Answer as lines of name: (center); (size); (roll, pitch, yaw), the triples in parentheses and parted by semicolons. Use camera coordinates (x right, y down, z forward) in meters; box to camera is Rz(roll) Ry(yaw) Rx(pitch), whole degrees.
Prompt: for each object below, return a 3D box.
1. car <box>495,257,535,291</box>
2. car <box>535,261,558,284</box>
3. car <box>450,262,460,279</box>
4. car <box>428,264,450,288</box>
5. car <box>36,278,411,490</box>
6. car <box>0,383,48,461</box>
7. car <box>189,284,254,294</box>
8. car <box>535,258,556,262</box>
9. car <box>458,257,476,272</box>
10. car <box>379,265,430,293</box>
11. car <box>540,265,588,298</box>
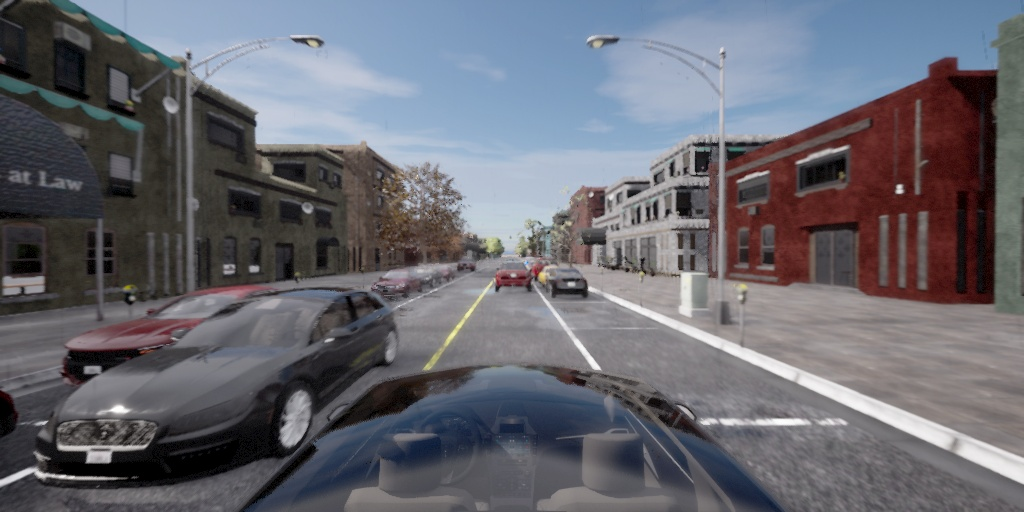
car: (0.087, 1.091, 21.730); (2.097, 1.767, 4.553); (0, 0, 0)
car: (2.689, 1.261, 23.930); (1.751, 1.417, 4.829); (0, 0, 0)
car: (-5.695, 1.326, 29.304); (1.802, 1.307, 4.207); (0, 0, 0)
car: (-5.693, 1.298, 23.755); (2.007, 1.370, 4.403); (0, 0, 0)
car: (-3.095, 1.258, 5.116); (1.837, 1.490, 4.892); (0, 0, 0)
car: (-5.683, 1.198, 1.562); (1.967, 1.591, 4.097); (0, 0, 0)
car: (-5.685, 1.301, 7.111); (1.888, 1.381, 4.507); (0, 0, 0)
car: (2.685, 1.047, 29.310); (2.192, 1.841, 5.009); (0, 0, 0)
car: (-5.703, 1.050, 45.949); (2.192, 1.841, 5.009); (0, 0, 0)
car: (-5.690, 1.332, 18.207); (1.802, 1.307, 4.207); (0, 0, 0)
car: (2.691, 1.304, 18.213); (1.948, 1.339, 4.313); (0, 0, 0)
